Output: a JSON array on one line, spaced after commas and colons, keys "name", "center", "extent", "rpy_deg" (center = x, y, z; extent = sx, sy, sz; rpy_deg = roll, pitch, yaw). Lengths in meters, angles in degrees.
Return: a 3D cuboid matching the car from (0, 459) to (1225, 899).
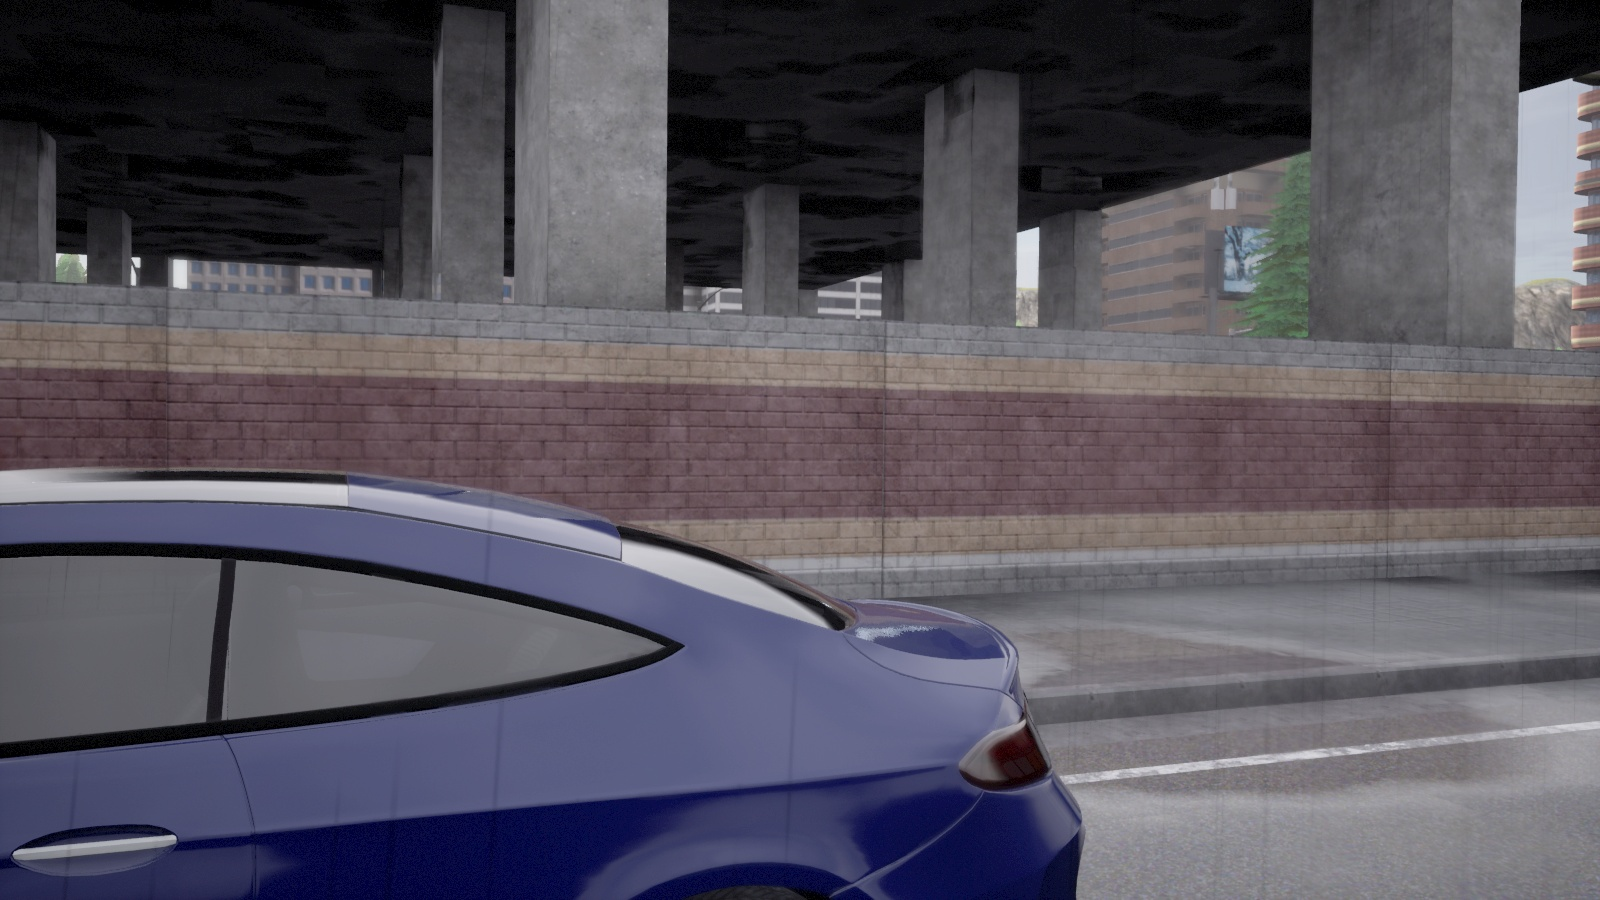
[{"name": "car", "center": [-1.621, 0.799, 2.622], "extent": [4.674, 1.442, 1.812], "rpy_deg": [-1, 1, -21]}]
